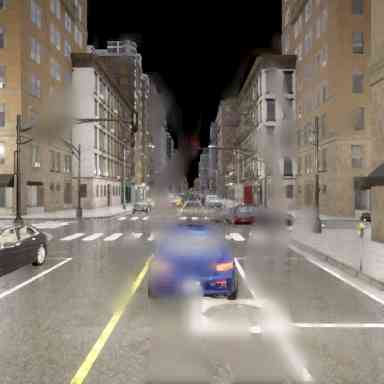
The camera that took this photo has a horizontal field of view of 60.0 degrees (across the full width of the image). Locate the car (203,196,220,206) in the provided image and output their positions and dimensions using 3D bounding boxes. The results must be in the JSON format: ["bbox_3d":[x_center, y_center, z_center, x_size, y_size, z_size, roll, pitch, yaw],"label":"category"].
[{"bbox_3d":[2.741,1.545,41.071,2.008,1.369,4.403,0,0,0],"label":"car"}]

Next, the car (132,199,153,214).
[{"bbox_3d":[-5.301,1.546,35.683,2.008,1.369,4.403,0,0,0],"label":"car"}]

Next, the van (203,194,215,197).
[{"bbox_3d":[2.756,1.335,46.477,1.690,1.788,3.998,0,0,0],"label":"van"}]

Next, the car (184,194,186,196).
[{"bbox_3d":[-2.599,1.555,67.550,1.994,1.385,4.181,0,0,1],"label":"car"}]

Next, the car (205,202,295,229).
[{"bbox_3d":[3.863,1.571,21.646,5.357,1.411,2.033,0,0,15],"label":"car"}]

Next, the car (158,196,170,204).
[{"bbox_3d":[-5.261,1.517,62.544,1.752,1.417,4.829,0,0,0],"label":"car"}]

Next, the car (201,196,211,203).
[{"bbox_3d":[2.814,1.557,68.102,1.947,1.339,4.313,0,0,0],"label":"car"}]

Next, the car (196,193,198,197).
[{"bbox_3d":[2.888,1.533,95.133,1.887,1.381,4.507,0,0,0],"label":"car"}]

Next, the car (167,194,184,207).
[{"bbox_3d":[-2.696,1.471,52.175,1.882,1.535,5.008,0,0,1],"label":"car"}]

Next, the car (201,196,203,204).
[{"bbox_3d":[2.770,1.575,51.883,1.802,1.307,4.206,0,0,0],"label":"car"}]

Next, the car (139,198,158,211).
[{"bbox_3d":[-5.294,1.520,40.920,1.752,1.417,4.829,0,0,0],"label":"car"}]

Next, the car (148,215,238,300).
[{"bbox_3d":[0.039,1.525,8.247,1.812,1.442,4.674,0,0,1],"label":"car"}]

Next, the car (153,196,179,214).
[{"bbox_3d":[-2.765,1.522,35.873,1.812,1.442,4.674,0,0,1],"label":"car"}]

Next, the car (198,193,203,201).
[{"bbox_3d":[2.800,1.307,62.696,2.192,1.841,5.009,0,0,0],"label":"car"}]

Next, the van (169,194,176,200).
[{"bbox_3d":[-5.219,1.330,89.745,1.690,1.788,3.998,0,0,0],"label":"van"}]

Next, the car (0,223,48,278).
[{"bbox_3d":[-5.365,1.550,8.808,2.008,1.369,4.403,0,0,0],"label":"car"}]

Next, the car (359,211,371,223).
[{"bbox_3d":[15.127,1.636,23.996,5.357,1.411,2.033,0,0,0],"label":"car"}]

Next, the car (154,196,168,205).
[{"bbox_3d":[-5.268,1.433,57.308,1.967,1.590,4.097,0,0,0],"label":"car"}]
